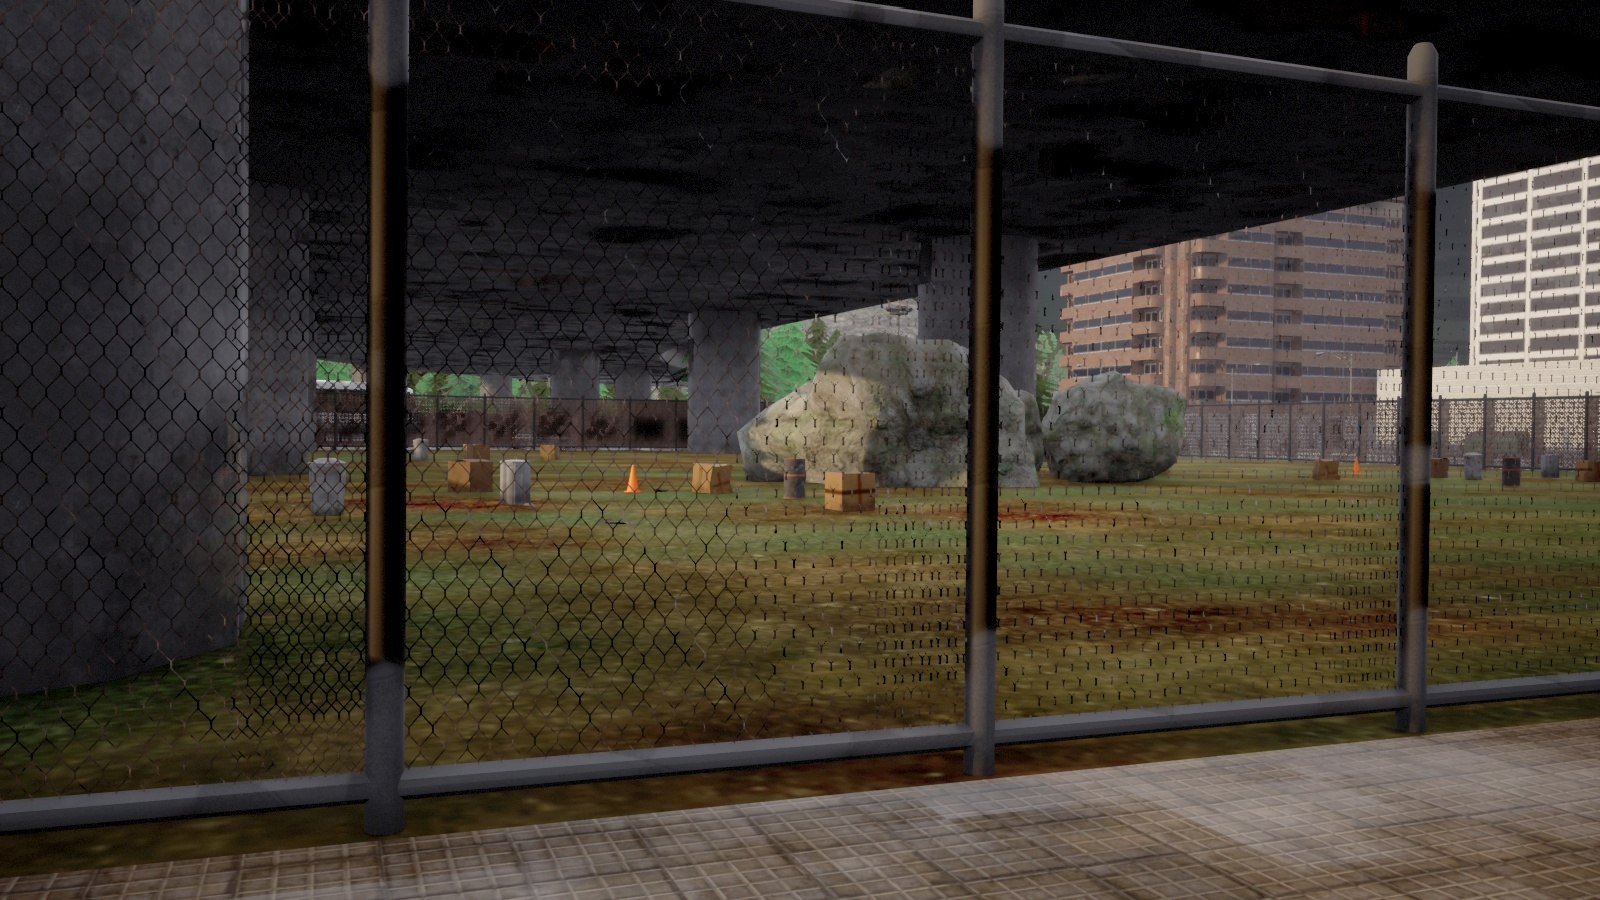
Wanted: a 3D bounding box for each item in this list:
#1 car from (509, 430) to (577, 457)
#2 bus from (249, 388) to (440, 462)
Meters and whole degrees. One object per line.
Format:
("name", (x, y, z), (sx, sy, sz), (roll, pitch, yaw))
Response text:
("car", (-16.320, -0.425, 79.763), (3.988, 1.617, 1.851), (-1, 1, -22))
("bus", (-28.042, -1.539, 77.670), (10.273, 4.253, 3.944), (-1, 1, -41))
